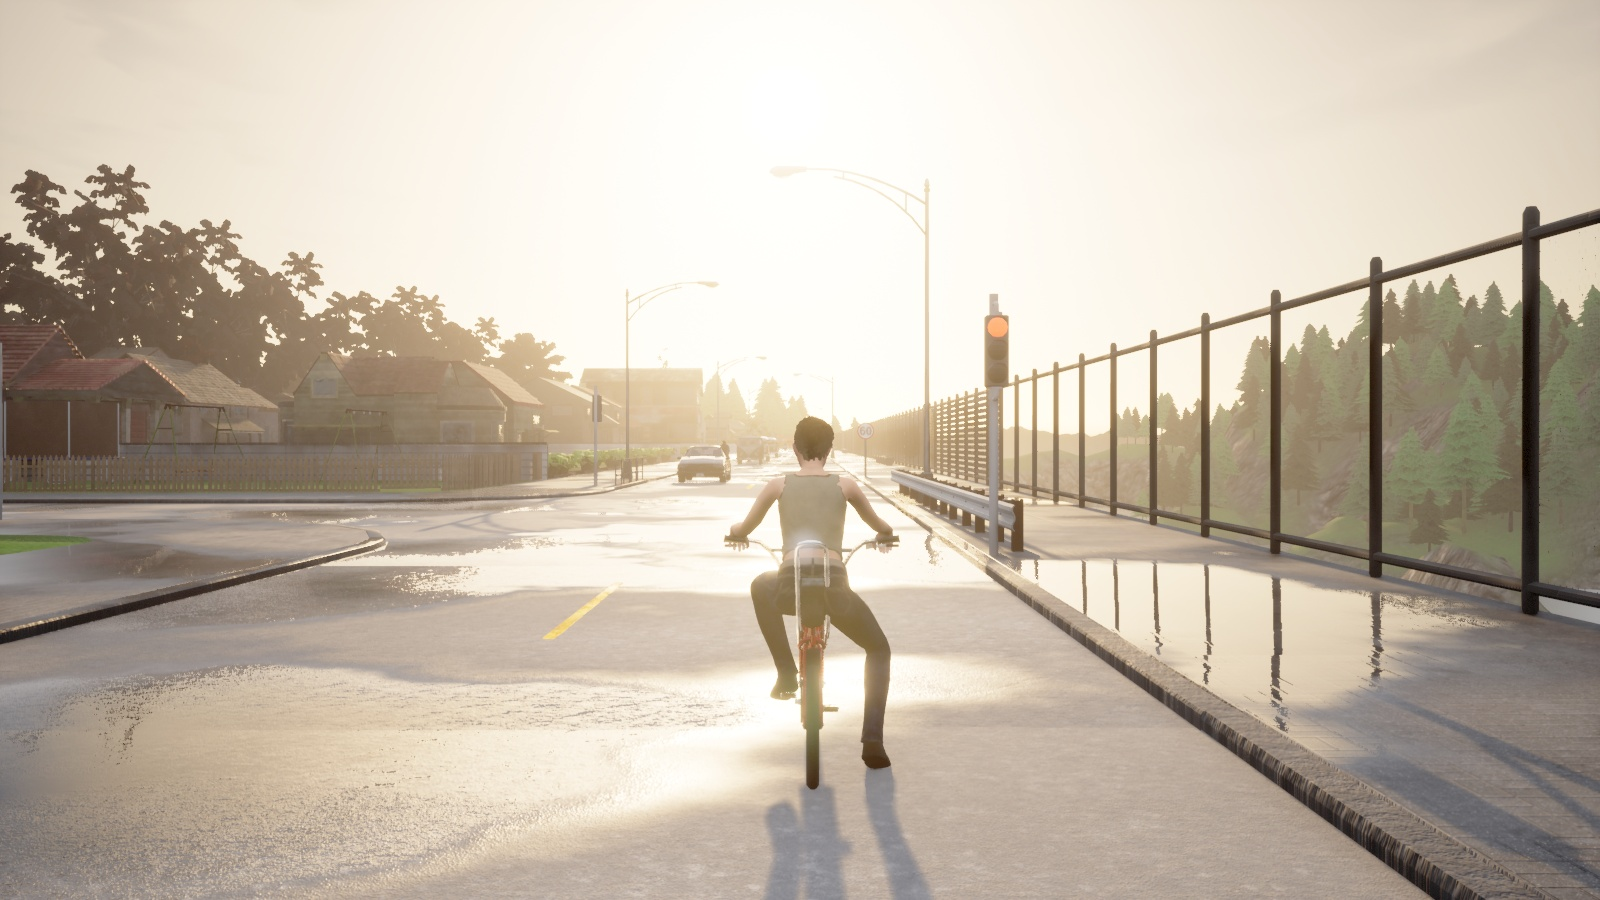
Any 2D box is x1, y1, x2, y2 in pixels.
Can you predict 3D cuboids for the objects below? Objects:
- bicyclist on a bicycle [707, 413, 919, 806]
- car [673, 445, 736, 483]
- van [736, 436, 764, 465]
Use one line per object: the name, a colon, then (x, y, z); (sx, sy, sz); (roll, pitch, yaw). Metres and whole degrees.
bicyclist on a bicycle: (0.056, 0.650, 5.898); (0.866, 1.612, 1.509); (0, 0, 0)
car: (-3.690, 0.513, 49.200); (2.033, 1.411, 5.357); (0, 0, 0)
van: (-3.467, 0.003, 87.426); (1.775, 1.987, 4.442); (0, 0, 0)
